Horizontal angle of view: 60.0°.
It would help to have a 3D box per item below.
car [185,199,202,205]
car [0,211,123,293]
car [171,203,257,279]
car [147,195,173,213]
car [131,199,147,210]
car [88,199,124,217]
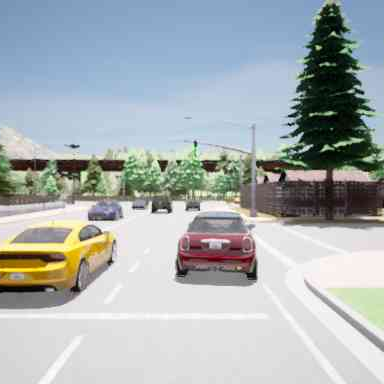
[{"bbox_3d":[0.134,1.615,42.146,1.837,1.490,4.892,0,0,1],"label":"car"},{"bbox_3d":[-3.402,1.501,8.975,1.882,1.535,5.008,0,0,0],"label":"car"},{"bbox_3d":[0.912,1.378,10.401,2.097,1.767,4.553,0,0,9],"label":"car"},{"bbox_3d":[-3.383,1.322,38.071,2.150,2.045,5.566,0,0,0],"label":"car"},{"bbox_3d":[-6.980,1.720,45.641,2.033,1.411,5.357,0,0,0],"label":"car"},{"bbox_3d":[-7.083,1.424,27.556,2.097,1.767,4.553,0,0,0],"label":"car"}]
